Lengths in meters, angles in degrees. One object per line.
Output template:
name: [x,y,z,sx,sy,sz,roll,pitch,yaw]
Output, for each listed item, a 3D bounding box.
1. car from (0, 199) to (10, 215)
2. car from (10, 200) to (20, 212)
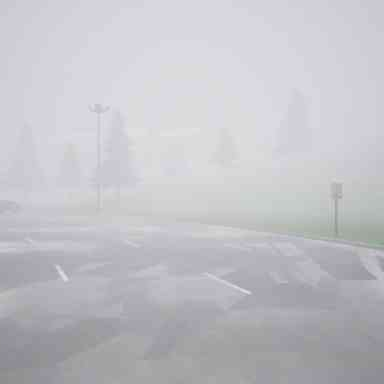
car: [-20.864,1.578,33.473,4.674,1.442,1.812,0,0,28]
car: [-21.760,1.565,37.766,4.892,1.490,1.837,0,0,26]
